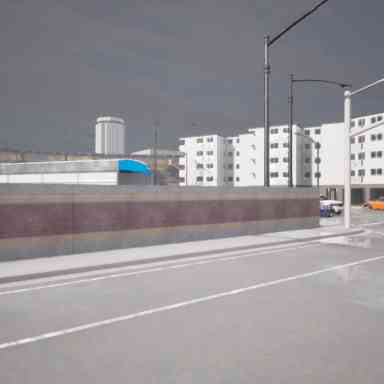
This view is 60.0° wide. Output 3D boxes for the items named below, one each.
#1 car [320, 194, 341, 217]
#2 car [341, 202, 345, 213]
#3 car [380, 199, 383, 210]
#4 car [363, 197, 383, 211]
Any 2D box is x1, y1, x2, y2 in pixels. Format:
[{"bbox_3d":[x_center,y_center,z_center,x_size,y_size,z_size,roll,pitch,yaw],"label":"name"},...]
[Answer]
[{"bbox_3d":[10.710,1.352,30.364,2.097,1.767,4.553,0,0,-33],"label":"car"},{"bbox_3d":[12.620,1.221,33.799,2.150,2.045,5.566,0,0,-35],"label":"car"},{"bbox_3d":[21.865,1.599,33.053,1.895,1.301,4.718,0,0,-34],"label":"car"},{"bbox_3d":[22.330,1.352,38.583,2.097,1.767,4.553,0,0,-34],"label":"car"}]
